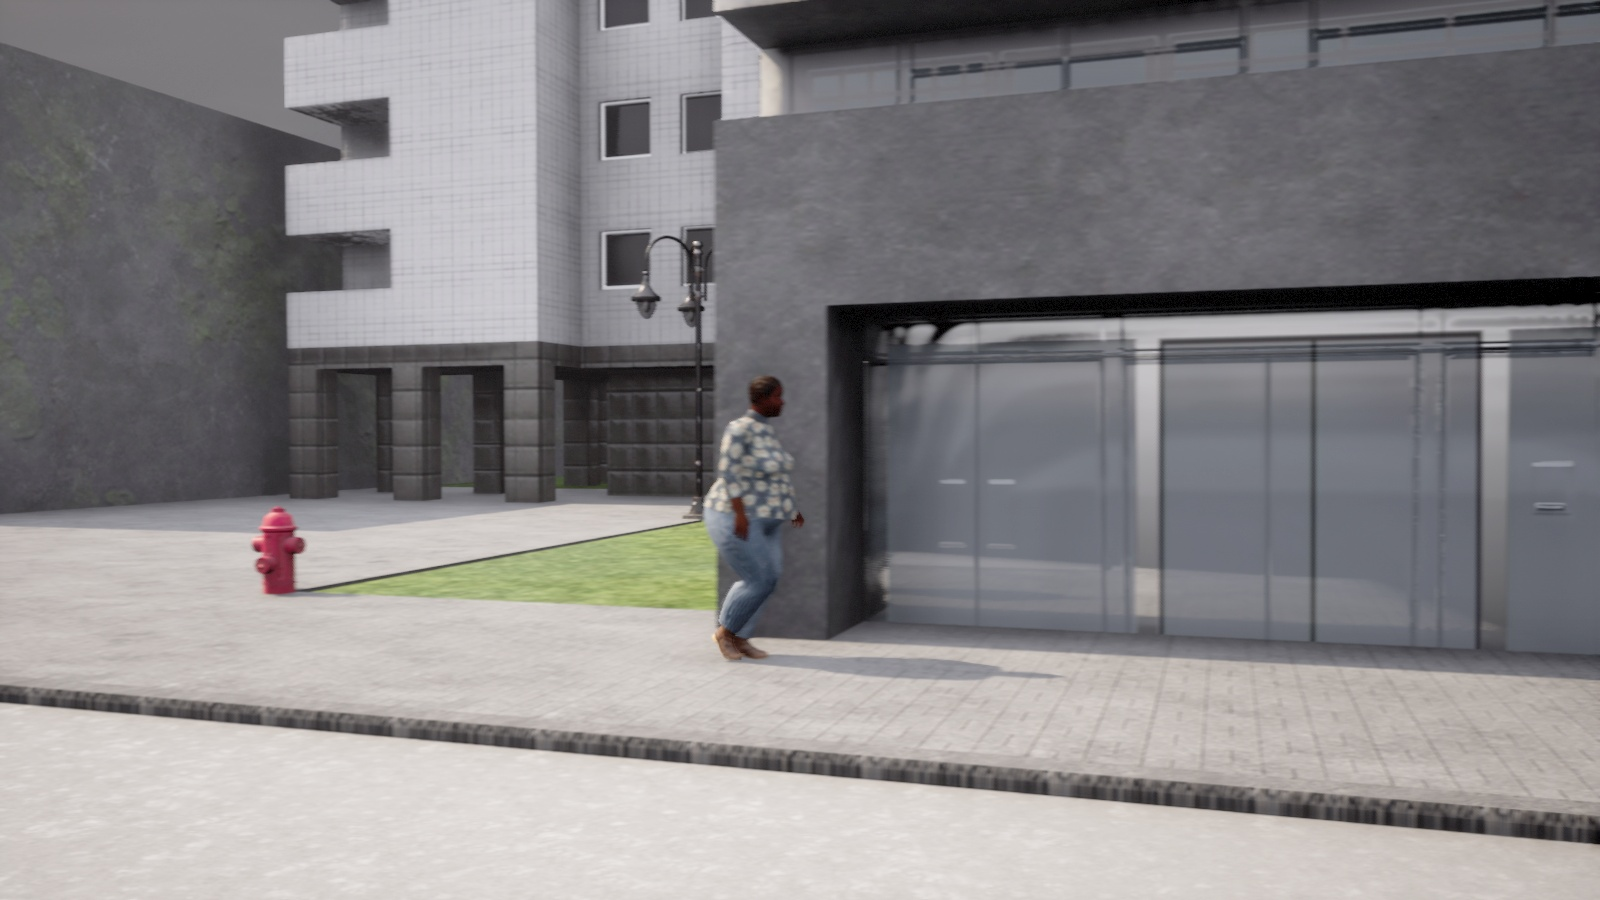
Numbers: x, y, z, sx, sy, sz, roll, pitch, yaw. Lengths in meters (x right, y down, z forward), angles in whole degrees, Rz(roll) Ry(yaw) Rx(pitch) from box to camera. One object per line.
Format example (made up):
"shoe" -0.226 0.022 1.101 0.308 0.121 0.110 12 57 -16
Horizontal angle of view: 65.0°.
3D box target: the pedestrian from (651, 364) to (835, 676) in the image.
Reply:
"pedestrian" -0.348 0.406 8.022 0.900 1.855 0.874 1 1 20
